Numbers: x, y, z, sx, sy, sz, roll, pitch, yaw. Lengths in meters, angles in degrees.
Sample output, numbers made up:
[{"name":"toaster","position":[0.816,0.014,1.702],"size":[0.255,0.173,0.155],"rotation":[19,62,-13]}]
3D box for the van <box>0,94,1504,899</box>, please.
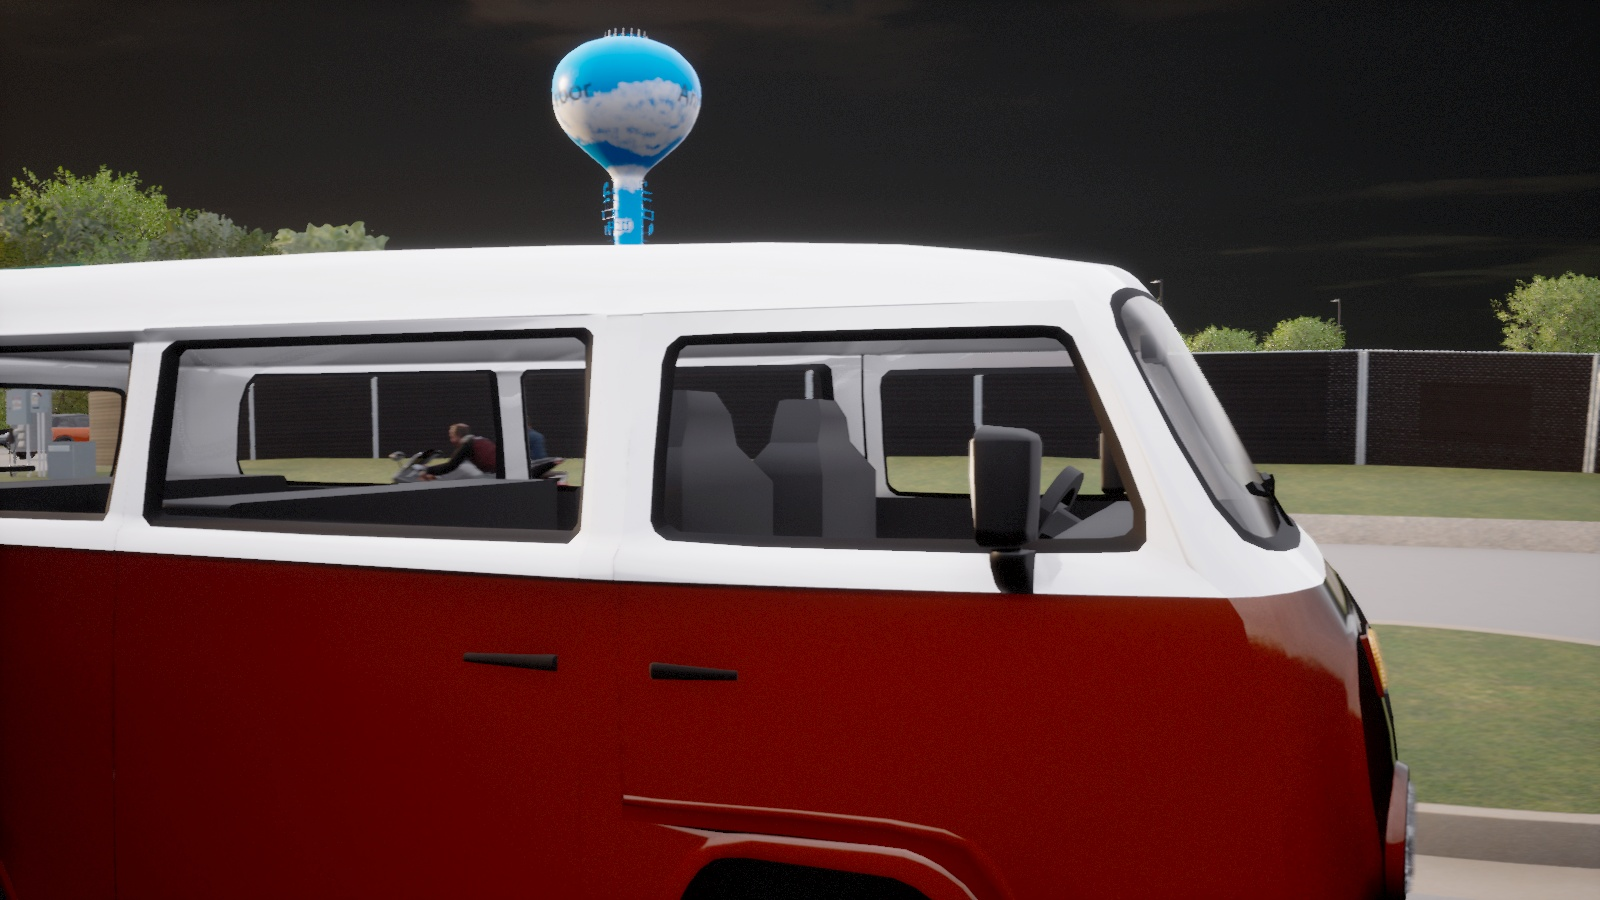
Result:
[{"name":"van","position":[-0.808,0.489,3.462],"size":[4.480,2.038,2.069],"rotation":[1,1,19]}]
